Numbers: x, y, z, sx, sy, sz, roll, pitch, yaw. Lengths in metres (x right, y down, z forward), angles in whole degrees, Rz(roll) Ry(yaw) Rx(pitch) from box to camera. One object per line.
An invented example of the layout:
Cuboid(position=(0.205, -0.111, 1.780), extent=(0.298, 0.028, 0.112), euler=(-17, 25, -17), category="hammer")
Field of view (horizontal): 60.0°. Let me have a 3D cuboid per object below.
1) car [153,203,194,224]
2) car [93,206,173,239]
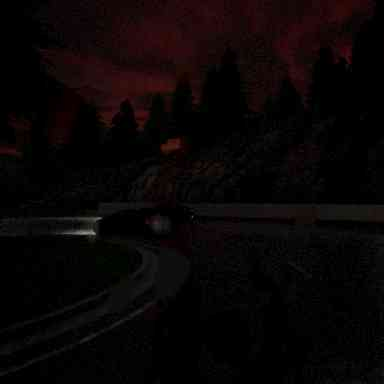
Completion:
Cuboid(position=(-2.212, 1.592, 25.087), extent=(4.902, 1.511, 2.128), euler=(-1, -1, 24), category="car")
Cuboid(position=(-3.402, 1.656, 17.980), extent=(4.181, 1.385, 1.994), euler=(-1, -1, 35), category="car")
